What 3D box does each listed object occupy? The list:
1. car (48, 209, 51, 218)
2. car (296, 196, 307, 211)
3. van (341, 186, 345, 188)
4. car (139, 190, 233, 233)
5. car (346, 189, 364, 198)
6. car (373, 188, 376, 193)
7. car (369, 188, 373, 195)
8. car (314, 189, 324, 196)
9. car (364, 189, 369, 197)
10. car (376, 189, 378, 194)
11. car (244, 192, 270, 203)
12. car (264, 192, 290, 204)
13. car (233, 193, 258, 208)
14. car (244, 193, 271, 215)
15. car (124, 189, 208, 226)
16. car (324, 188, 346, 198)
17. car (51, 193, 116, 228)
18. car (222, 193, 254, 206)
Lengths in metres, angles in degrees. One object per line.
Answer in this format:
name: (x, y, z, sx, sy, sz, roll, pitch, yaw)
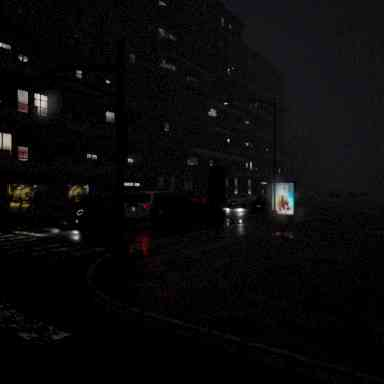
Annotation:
car: (-7.030, 1.010, 22.487, 2.192, 1.841, 5.009, 1, 2, 35)
car: (9.419, 0.965, 31.357, 1.947, 1.339, 4.313, 1, 2, 35)
van: (37.553, -0.445, 86.054, 1.690, 1.788, 3.998, 2, 2, 35)
car: (-0.135, 1.026, 17.726, 2.192, 1.841, 5.009, 1, 2, 35)
car: (28.532, 0.309, 58.605, 1.887, 1.381, 4.507, 1, 2, 35)
car: (38.087, -0.011, 72.230, 1.887, 1.381, 4.507, 1, 2, 35)
car: (34.902, 0.096, 67.688, 1.887, 1.381, 4.507, 1, 2, 35)
car: (27.998, -0.024, 72.435, 1.967, 1.590, 4.097, 2, 2, 35)
car: (31.717, 0.099, 63.143, 1.967, 1.590, 4.097, 1, 2, 35)
car: (44.457, -0.220, 81.312, 2.008, 1.369, 4.403, 1, 2, 35)
car: (8.890, 0.755, 45.196, 1.802, 1.307, 4.206, 2, 2, 35)
car: (11.363, 0.731, 44.162, 1.994, 1.385, 4.181, 0, 1, 36)
car: (5.546, 0.884, 35.919, 1.812, 1.442, 4.674, 0, 1, 35)
car: (6.234, 1.069, 26.815, 1.947, 1.339, 4.313, 1, 2, 35)
car: (-1.618, 0.907, 20.153, 2.150, 2.045, 5.566, 0, 1, 35)
car: (25.000, 0.407, 58.109, 1.895, 1.301, 4.718, 0, 1, 35)
car: (-5.640, 1.075, 19.992, 2.097, 1.767, 4.553, 0, 1, 35)
car: (5.706, 0.829, 40.656, 2.008, 1.369, 4.403, 2, 2, 35)
